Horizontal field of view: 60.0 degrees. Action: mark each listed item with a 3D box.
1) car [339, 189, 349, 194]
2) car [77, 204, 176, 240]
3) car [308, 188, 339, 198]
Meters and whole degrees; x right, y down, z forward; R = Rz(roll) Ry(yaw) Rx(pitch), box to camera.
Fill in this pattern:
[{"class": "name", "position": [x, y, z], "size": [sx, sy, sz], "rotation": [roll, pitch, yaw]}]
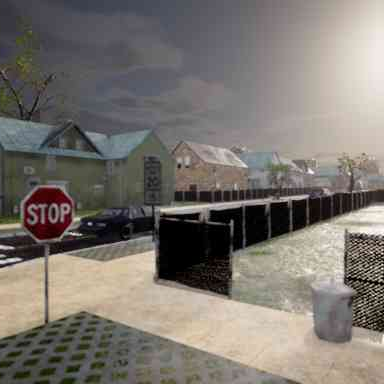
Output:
[{"class": "car", "position": [21.413, 0.312, 47.809], "size": [1.994, 1.385, 4.181], "rotation": [0, 1, 37]}, {"class": "car", "position": [-2.665, 1.282, 15.602], "size": [2.033, 1.411, 5.357], "rotation": [0, 1, 37]}, {"class": "car", "position": [15.636, 0.322, 40.000], "size": [2.097, 1.767, 4.553], "rotation": [0, 1, 37]}]
